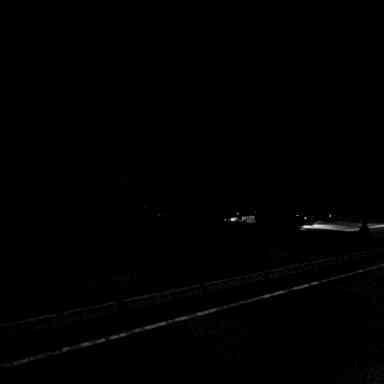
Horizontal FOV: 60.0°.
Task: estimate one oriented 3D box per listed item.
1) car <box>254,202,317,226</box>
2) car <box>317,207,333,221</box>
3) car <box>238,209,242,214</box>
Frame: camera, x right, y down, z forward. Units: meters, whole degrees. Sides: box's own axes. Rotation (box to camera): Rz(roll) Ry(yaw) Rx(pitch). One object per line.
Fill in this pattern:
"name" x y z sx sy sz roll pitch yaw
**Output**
"car" 6.622 1.650 24.601 1.994 1.385 4.181 0 -1 -39
"car" 8.981 1.585 27.250 2.128 1.511 4.902 0 -1 -39
"car" 2.734 1.786 34.667 2.033 1.411 5.357 0 -1 -42
